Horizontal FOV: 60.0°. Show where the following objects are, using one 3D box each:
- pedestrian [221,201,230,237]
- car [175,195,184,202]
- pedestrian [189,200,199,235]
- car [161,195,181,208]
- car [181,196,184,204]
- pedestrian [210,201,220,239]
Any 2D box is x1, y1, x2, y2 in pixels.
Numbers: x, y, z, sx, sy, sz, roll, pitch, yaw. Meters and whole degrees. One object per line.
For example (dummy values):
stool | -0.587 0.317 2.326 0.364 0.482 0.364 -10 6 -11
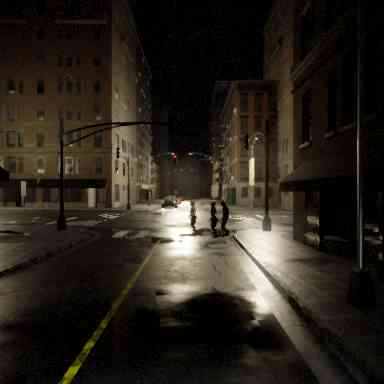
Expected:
pedestrian | 1.638 1.287 16.460 0.375 1.860 0.375 0 0 0
car | -2.911 1.485 77.070 1.895 1.301 4.718 0 0 0
pedestrian | 0.077 1.287 17.060 0.375 1.860 0.375 0 0 0
car | -3.083 1.325 46.016 2.097 1.767 4.553 0 0 0
car | -3.020 1.311 61.179 2.097 1.767 4.553 0 0 1
pedestrian | 1.045 1.287 15.764 0.375 1.860 0.375 0 0 0
